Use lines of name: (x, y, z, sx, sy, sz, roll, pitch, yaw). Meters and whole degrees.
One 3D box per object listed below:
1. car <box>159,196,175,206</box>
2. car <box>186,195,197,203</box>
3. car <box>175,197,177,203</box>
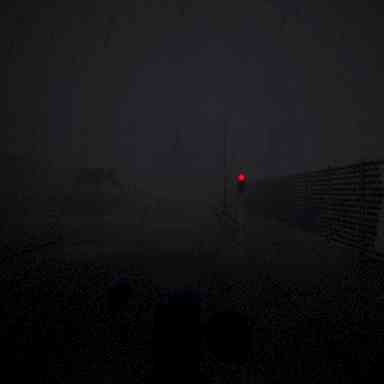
car: (-4.139, 1.461, 52.948, 1.882, 1.535, 5.008, 0, 0, 0)
car: (-0.091, 1.491, 68.200, 1.837, 1.490, 4.892, 0, 0, 0)
car: (-4.092, 1.504, 68.528, 1.812, 1.442, 4.674, 0, 0, 0)
